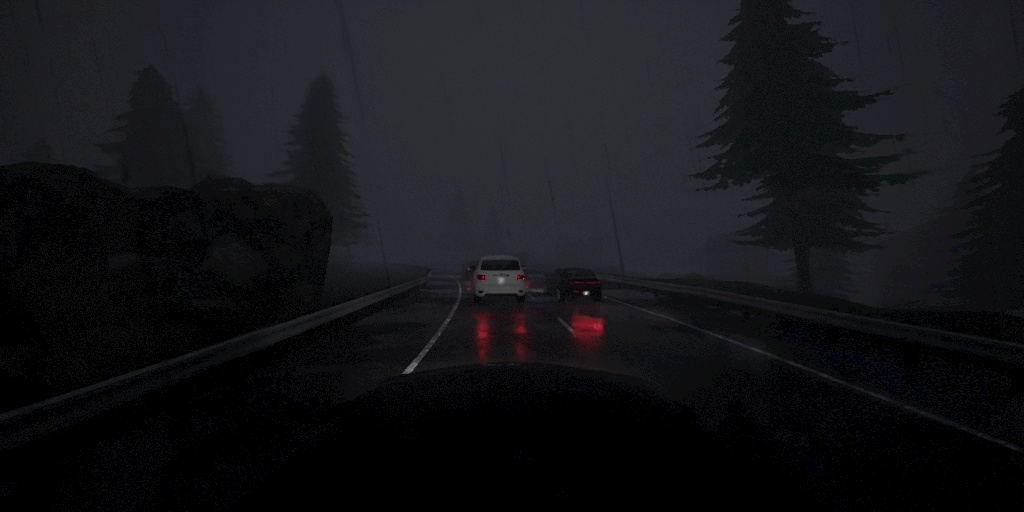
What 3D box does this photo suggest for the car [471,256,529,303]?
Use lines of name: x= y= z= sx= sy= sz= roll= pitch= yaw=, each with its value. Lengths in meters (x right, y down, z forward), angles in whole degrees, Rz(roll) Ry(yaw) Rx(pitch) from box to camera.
car: x=-0.710 y=1.008 z=16.734 sx=2.150 sy=2.045 sz=5.566 roll=0 pitch=0 yaw=-6

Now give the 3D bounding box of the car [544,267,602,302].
car: x=2.773 y=1.266 z=17.078 sx=1.837 sy=1.490 sz=4.892 roll=0 pitch=0 yaw=-6

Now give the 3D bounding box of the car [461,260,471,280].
car: x=-3.278 y=1.116 z=31.667 sx=2.097 sy=1.767 sz=4.553 roll=0 pitch=0 yaw=-13

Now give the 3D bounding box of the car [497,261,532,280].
car: x=0.120 y=1.245 z=32.507 sx=2.128 sy=1.511 sz=4.902 roll=0 pitch=0 yaw=-13
